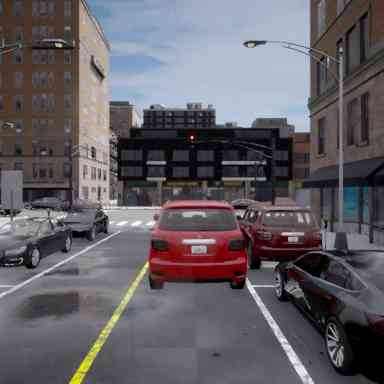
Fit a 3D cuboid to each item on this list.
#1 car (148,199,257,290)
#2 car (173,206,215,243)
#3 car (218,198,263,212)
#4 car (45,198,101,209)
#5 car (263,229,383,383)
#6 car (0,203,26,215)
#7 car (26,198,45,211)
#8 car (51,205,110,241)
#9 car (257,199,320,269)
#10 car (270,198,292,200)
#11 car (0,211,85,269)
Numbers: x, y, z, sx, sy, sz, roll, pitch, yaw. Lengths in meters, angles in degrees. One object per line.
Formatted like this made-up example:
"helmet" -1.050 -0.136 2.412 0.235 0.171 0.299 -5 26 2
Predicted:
"car" 0.080 1.222 9.215 2.150 2.045 5.566 0 0 -1
"car" 0.092 1.526 16.972 1.812 1.442 4.674 0 0 0
"car" 5.627 1.528 39.015 4.902 1.511 2.128 0 0 0
"car" -12.414 1.495 35.685 5.357 1.411 2.033 0 0 0
"car" 2.636 1.566 5.392 1.947 1.339 4.313 0 0 0
"car" -17.512 1.524 28.959 4.718 1.301 1.895 0 0 0
"car" -17.199 1.417 38.917 4.902 1.511 2.128 0 0 0
"car" -5.387 1.566 16.717 1.947 1.339 4.313 0 0 0
"car" 2.637 1.315 11.054 2.192 1.841 5.009 0 0 0
"car" 8.872 1.405 35.779 4.553 1.767 2.097 0 0 0
"car" -5.388 1.551 11.055 2.008 1.369 4.403 0 0 0
